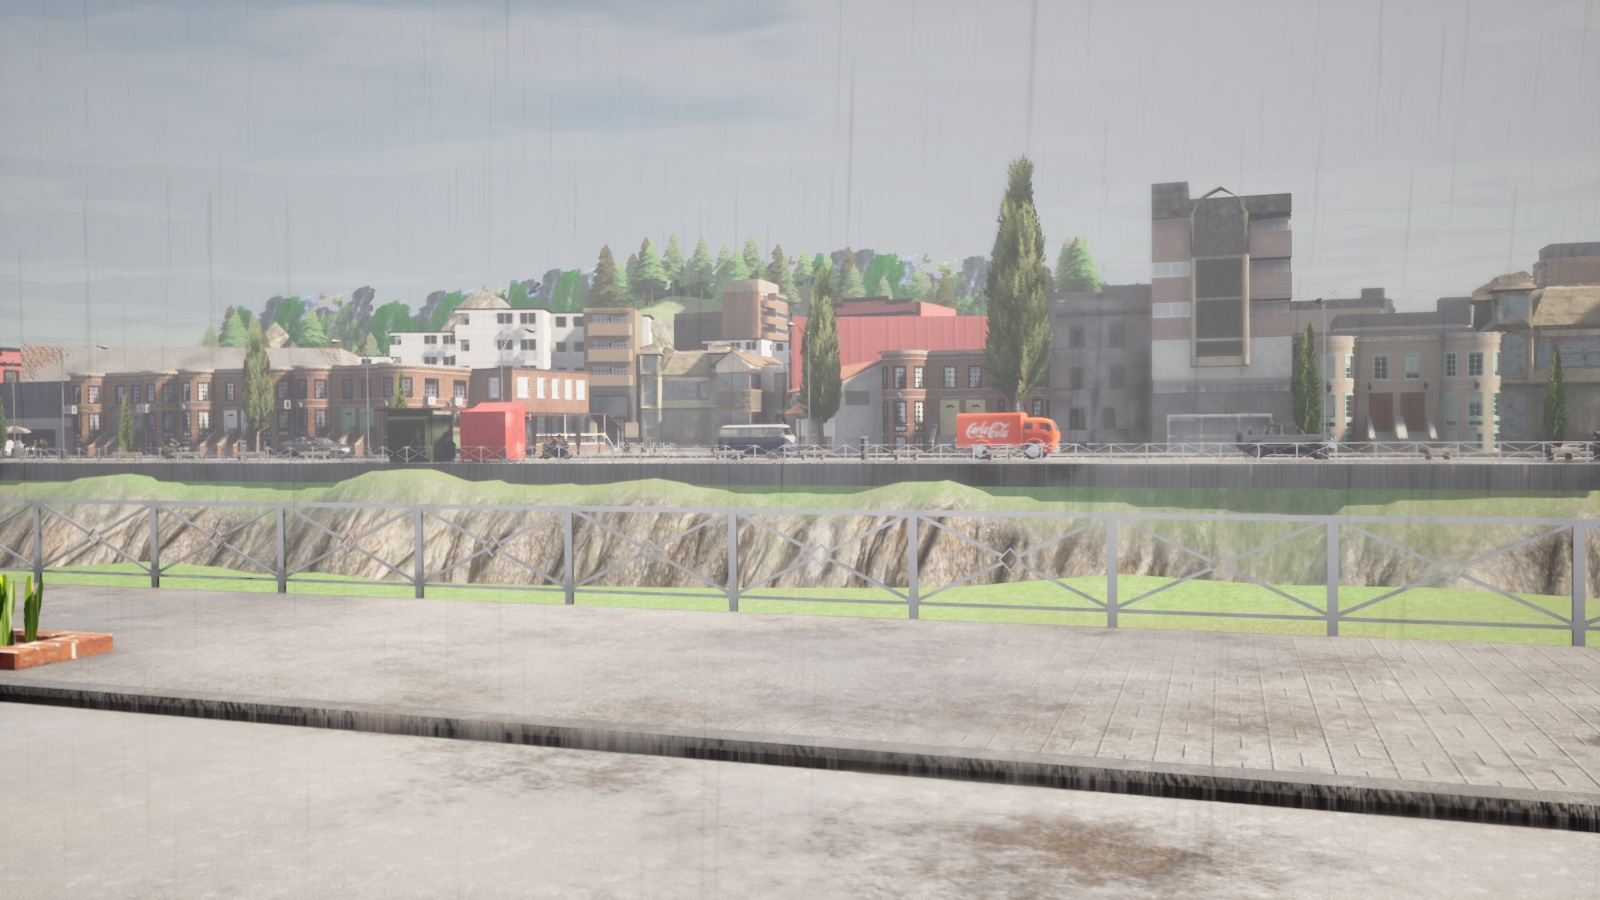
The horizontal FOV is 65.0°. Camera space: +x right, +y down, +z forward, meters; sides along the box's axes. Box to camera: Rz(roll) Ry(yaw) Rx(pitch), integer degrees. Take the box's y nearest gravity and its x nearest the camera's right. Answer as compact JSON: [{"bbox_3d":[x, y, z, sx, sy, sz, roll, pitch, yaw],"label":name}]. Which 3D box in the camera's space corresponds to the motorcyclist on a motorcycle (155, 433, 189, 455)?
[{"bbox_3d":[-43.938,-0.438,87.859,2.191,1.530,0.866,0,1,19],"label":"motorcyclist on a motorcycle"}]

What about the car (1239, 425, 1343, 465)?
[{"bbox_3d":[23.715,-0.253,60.850,4.605,1.855,1.932,0,1,19],"label":"car"}]

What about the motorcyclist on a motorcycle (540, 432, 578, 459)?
[{"bbox_3d":[-14.145,-0.278,73.604,2.044,1.523,0.797,0,1,19],"label":"motorcyclist on a motorcycle"}]

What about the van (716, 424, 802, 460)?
[{"bbox_3d":[-2.278,-0.448,69.604,4.442,1.987,1.775,0,1,19],"label":"van"}]

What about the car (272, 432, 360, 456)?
[{"bbox_3d":[-30.481,-0.386,79.106,4.902,1.511,2.128,0,1,19],"label":"car"}]

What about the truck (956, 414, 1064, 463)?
[{"bbox_3d":[10.917,-0.621,65.156,5.204,2.467,2.627,0,1,19],"label":"truck"}]
